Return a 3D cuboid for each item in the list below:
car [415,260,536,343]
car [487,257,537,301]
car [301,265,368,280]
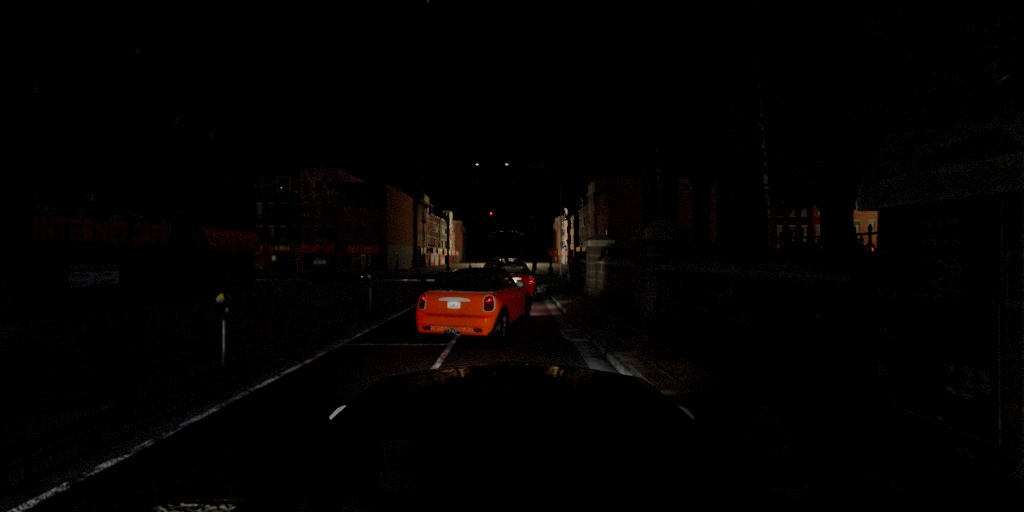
[{"bbox_3d":[-0.806,1.101,9.991,2.097,1.767,4.553,0,0,13],"label":"car"},{"bbox_3d":[0.069,1.101,17.298,2.097,1.767,4.553,0,0,1],"label":"car"},{"bbox_3d":[-14.348,1.370,29.128,4.718,1.301,1.895,0,0,3],"label":"car"}]
